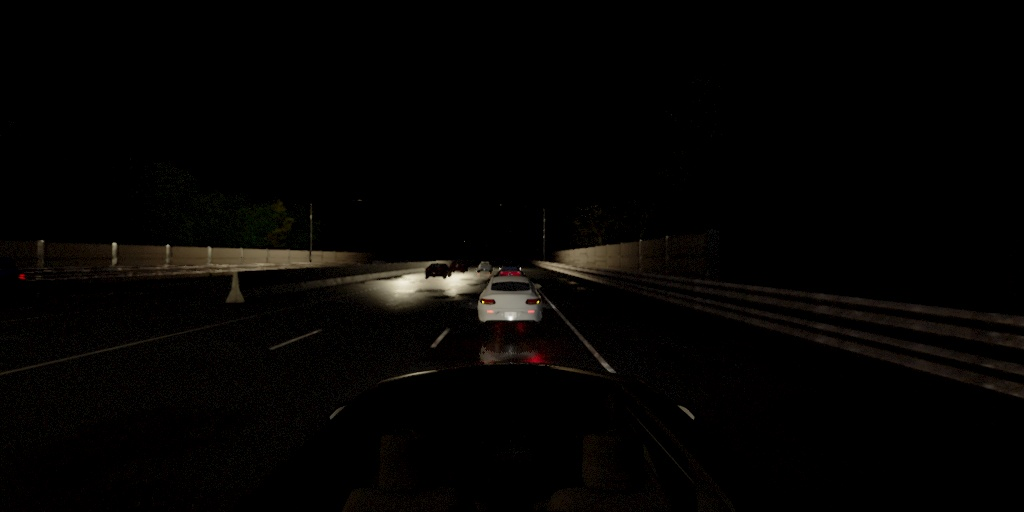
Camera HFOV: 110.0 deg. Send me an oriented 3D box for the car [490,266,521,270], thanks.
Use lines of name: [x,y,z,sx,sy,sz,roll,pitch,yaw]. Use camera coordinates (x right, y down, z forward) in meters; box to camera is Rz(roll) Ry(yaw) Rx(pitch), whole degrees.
car: [-0.093,1.456,20.778,1.895,1.301,4.718,0,0,0]

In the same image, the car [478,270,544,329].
car: [-0.043,1.329,11.371,1.812,1.442,4.674,0,0,0]

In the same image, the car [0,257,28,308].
car: [-21.142,1.032,12.439,2.150,2.045,5.566,0,0,0]

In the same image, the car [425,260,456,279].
car: [-7.072,1.411,34.829,1.882,1.535,5.008,0,-1,0]

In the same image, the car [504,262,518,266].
car: [-0.147,1.469,30.273,1.994,1.385,4.181,0,-1,0]

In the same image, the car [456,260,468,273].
car: [-7.152,1.359,48.381,2.097,1.767,4.553,0,0,-1]

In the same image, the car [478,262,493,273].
car: [-3.661,1.540,49.715,1.812,1.442,4.674,0,0,0]
